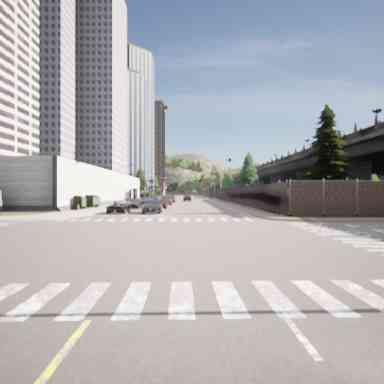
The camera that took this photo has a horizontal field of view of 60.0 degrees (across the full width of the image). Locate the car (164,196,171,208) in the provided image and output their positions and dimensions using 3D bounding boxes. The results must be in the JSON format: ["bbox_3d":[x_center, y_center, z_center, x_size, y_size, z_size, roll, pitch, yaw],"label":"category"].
[{"bbox_3d":[-4.231,1.603,44.160,1.895,1.301,4.718,0,0,-1],"label":"car"}]

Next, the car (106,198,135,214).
[{"bbox_3d":[-7.593,1.602,34.839,1.895,1.301,4.718,0,0,-1],"label":"car"}]

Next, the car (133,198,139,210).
[{"bbox_3d":[-7.734,1.549,44.380,2.033,1.411,5.357,0,0,-1],"label":"car"}]

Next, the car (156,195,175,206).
[{"bbox_3d":[-4.376,1.355,55.508,2.097,1.767,4.553,0,0,-1],"label":"car"}]

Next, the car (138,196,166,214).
[{"bbox_3d":[-4.093,1.506,34.899,1.837,1.490,4.892,0,0,-1],"label":"car"}]

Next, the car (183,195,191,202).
[{"bbox_3d":[-1.161,1.504,79.617,1.837,1.490,4.892,0,0,-1],"label":"car"}]
